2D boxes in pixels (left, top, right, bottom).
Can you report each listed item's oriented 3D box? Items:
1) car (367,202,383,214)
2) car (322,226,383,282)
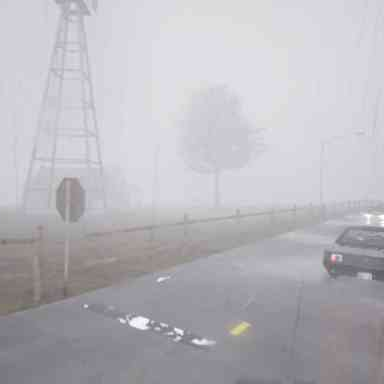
[{"bbox_3d":[21.652,1.804,38.751,1.895,1.301,4.718,2,1,34],"label":"car"},{"bbox_3d":[5.150,1.611,9.322,1.895,1.301,4.718,2,1,34],"label":"car"}]
